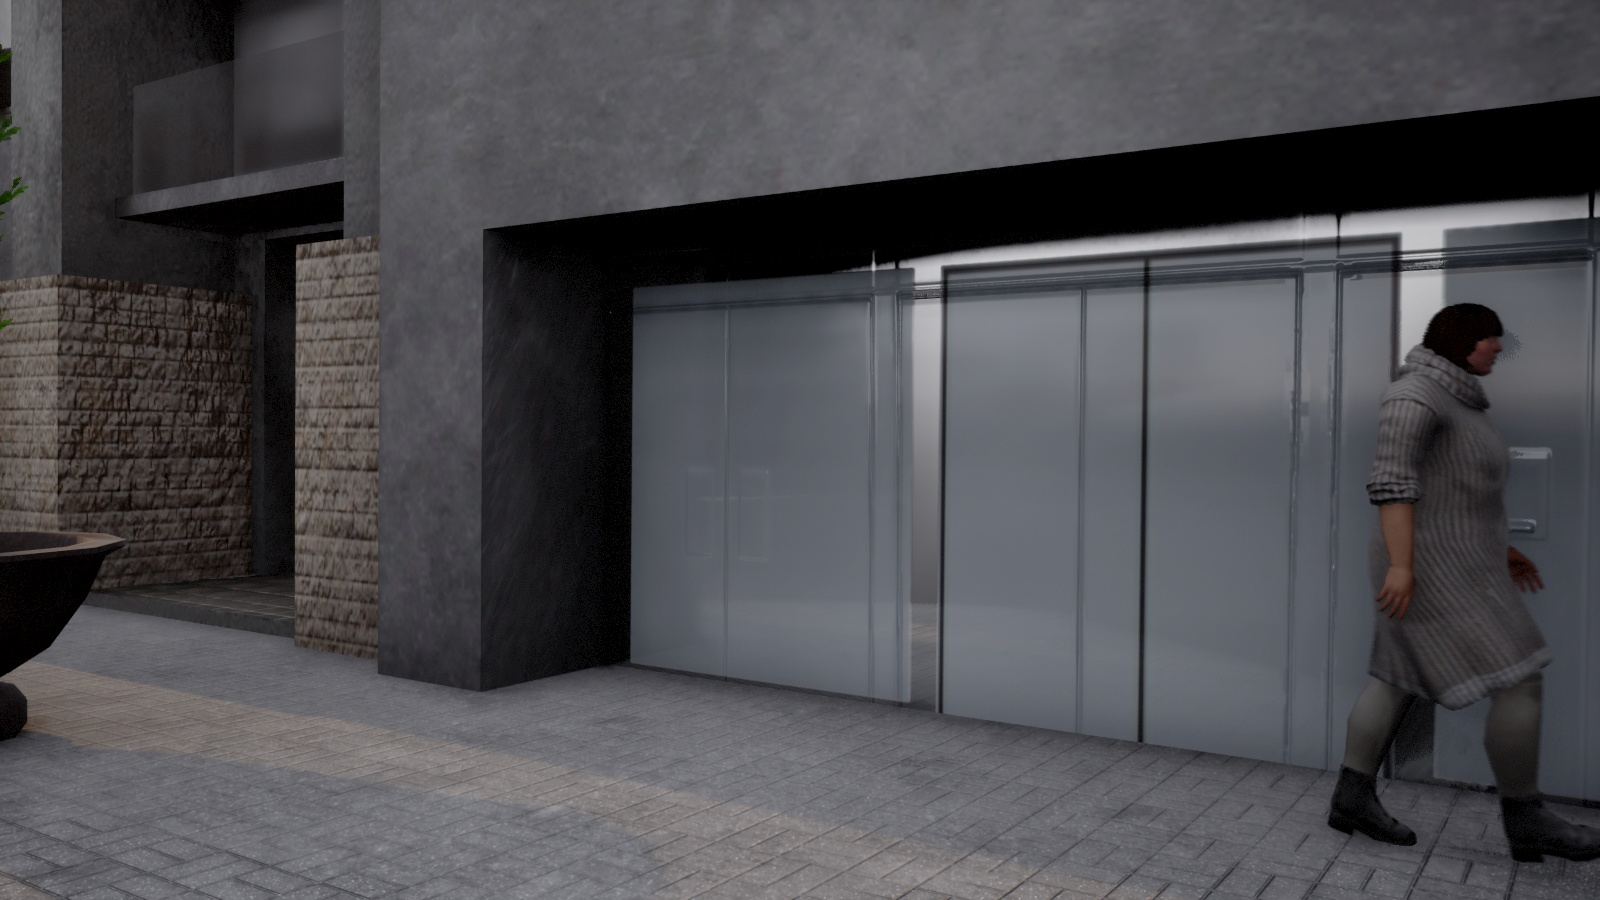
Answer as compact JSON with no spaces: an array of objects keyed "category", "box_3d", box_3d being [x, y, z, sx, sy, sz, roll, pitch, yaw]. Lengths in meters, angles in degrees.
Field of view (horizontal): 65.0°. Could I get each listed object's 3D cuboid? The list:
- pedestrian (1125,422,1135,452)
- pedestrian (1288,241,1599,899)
[{"category":"pedestrian","box_3d":[19.940,-0.782,75.930,0.376,1.854,0.720,0,1,33]},{"category":"pedestrian","box_3d":[2.169,0.364,4.177,0.873,1.952,0.659,0,1,35]}]
